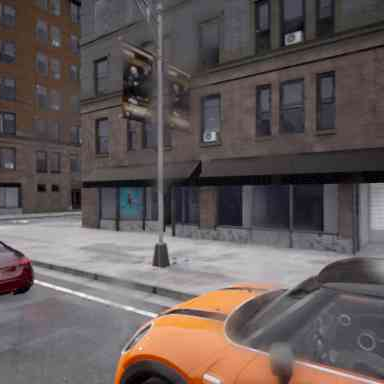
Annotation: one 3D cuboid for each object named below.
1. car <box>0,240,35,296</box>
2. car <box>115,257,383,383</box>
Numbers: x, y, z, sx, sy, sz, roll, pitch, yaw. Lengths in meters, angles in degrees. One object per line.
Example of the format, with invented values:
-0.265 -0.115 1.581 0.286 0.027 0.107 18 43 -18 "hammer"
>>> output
-5.456 1.570 7.558 4.181 1.385 1.994 0 0 36 "car"
1.485 1.352 2.627 4.553 1.767 2.097 0 0 35 "car"
